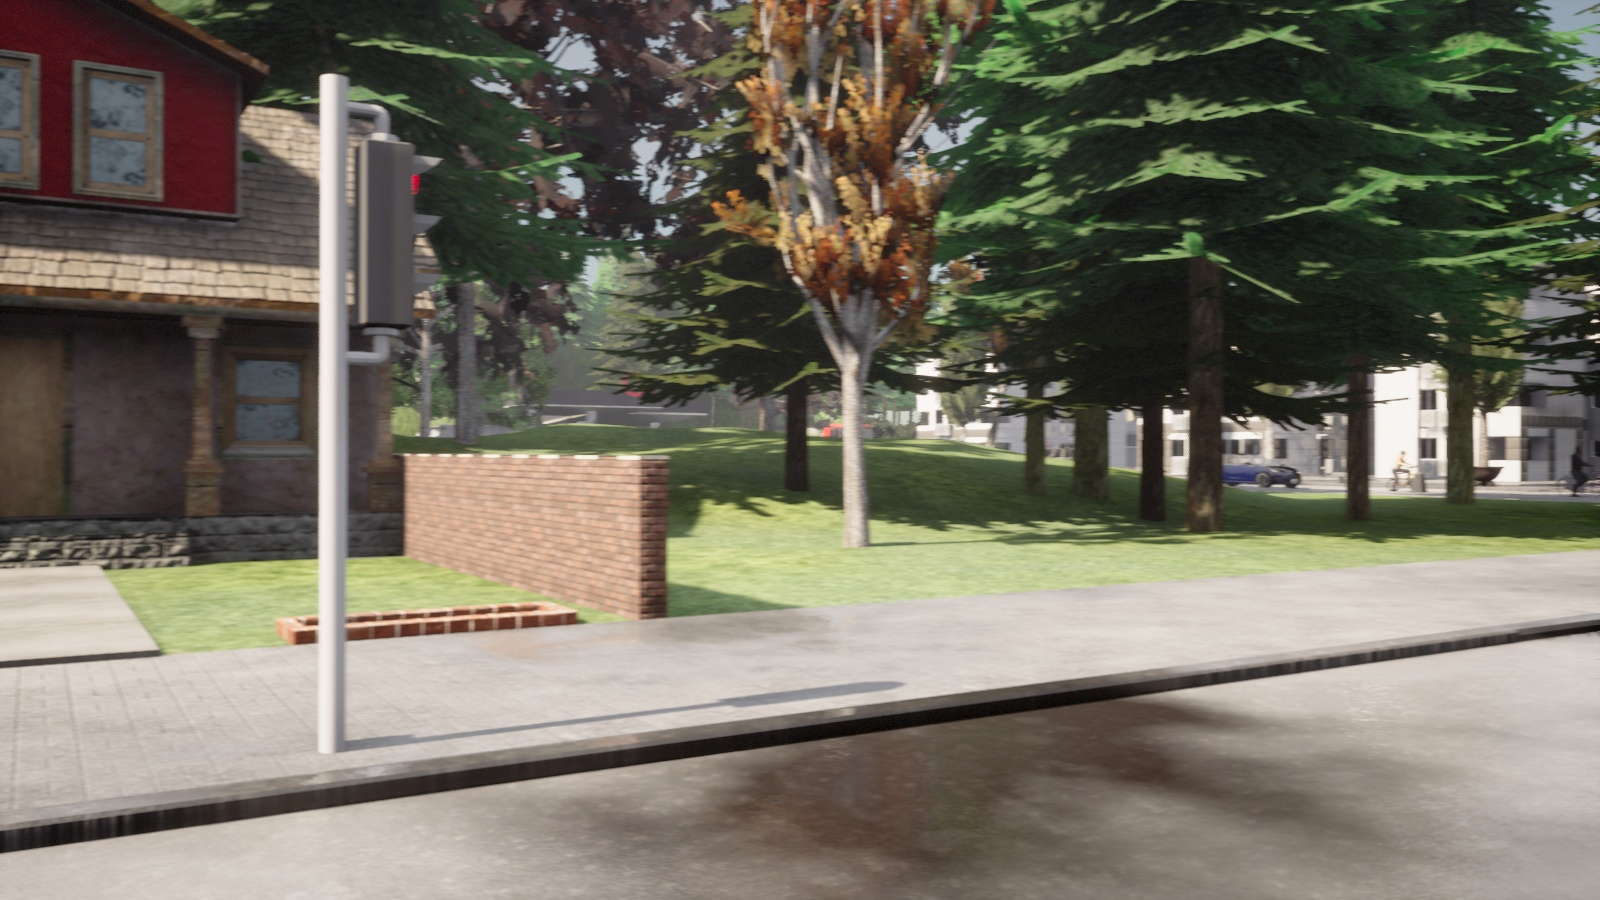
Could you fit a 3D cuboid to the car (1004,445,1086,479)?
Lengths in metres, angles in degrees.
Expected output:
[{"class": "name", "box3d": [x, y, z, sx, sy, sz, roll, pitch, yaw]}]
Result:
[{"class": "car", "box3d": [13.755, 0.669, 70.821, 1.932, 1.855, 4.605, 0, 0, -32]}]

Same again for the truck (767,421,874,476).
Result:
[{"class": "truck", "box3d": [1.283, -0.085, 83.663, 2.891, 3.462, 7.936, 0, 0, -37]}]

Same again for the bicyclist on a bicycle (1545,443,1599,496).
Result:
[{"class": "bicyclist on a bicycle", "box3d": [26.415, 0.648, 42.587, 0.659, 1.776, 1.843, 0, 0, -31]}]

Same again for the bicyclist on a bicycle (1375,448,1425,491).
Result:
[{"class": "bicyclist on a bicycle", "box3d": [22.985, 0.730, 48.137, 0.866, 1.612, 1.509, 0, 0, -31]}]

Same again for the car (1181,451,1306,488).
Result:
[{"class": "car", "box3d": [19.134, 0.812, 54.399, 2.163, 1.488, 4.792, 0, 0, -32]}]
